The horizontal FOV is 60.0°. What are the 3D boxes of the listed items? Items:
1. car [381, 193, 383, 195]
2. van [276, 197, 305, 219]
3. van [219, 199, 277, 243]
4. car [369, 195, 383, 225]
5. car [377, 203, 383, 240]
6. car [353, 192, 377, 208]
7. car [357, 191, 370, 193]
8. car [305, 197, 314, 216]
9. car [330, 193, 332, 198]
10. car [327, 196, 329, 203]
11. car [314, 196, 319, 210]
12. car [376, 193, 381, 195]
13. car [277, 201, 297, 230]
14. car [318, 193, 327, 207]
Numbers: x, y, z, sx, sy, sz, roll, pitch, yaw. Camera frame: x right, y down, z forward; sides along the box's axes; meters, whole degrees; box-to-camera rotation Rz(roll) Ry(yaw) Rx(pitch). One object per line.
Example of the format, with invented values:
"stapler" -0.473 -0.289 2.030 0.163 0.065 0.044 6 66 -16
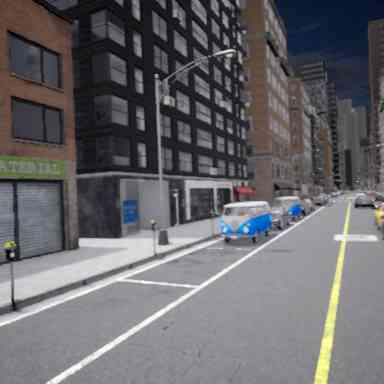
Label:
"car" 19.895 0.909 32.132 1.967 1.590 4.097 -3 -1 26
"van" 7.444 1.270 25.919 1.690 1.788 3.998 -3 -1 26
"van" 2.671 1.377 16.008 1.690 1.788 3.998 -3 -1 26
"car" 10.916 1.166 17.988 1.801 1.575 5.366 -3 -1 26
"car" 8.234 1.297 12.410 1.812 1.442 4.674 -3 -1 26
"car" 19.600 1.101 38.019 1.994 1.385 4.181 -3 -1 26
"car" 24.925 0.947 49.146 1.812 1.442 4.674 -3 -1 26
"car" 9.841 1.441 30.873 1.947 1.339 4.313 -3 -1 26
"car" 21.769 1.055 55.657 1.967 1.590 4.097 -3 -1 26
"car" 19.388 1.248 50.699 1.802 1.307 4.206 -3 -1 26
"car" 12.229 1.404 35.830 1.802 1.307 4.206 -3 -1 26
"car" 24.673 0.915 42.044 2.008 1.369 4.403 -3 -1 26
"car" 5.066 1.532 20.961 2.008 1.369 4.403 -3 -1 26
"car" 17.001 1.284 45.742 1.947 1.339 4.313 -3 -1 26
